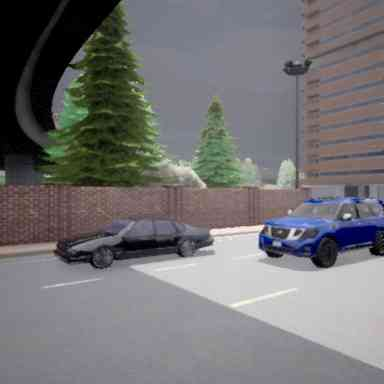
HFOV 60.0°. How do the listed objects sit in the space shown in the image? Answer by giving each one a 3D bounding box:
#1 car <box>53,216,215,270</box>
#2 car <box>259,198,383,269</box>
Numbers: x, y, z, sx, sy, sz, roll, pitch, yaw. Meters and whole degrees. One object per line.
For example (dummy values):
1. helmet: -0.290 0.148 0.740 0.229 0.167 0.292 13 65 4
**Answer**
1. car: -1.740 1.556 11.319 5.357 1.411 2.033 0 0 -35
2. car: 4.844 1.241 11.661 5.566 2.045 2.150 0 0 -35
